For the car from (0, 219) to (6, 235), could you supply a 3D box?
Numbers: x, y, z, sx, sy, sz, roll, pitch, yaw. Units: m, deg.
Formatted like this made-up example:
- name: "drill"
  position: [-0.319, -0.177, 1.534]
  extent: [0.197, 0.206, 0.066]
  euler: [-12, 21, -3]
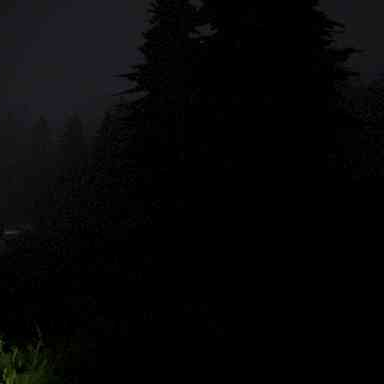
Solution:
- name: "car"
  position: [-14.443, 2.493, 23.678]
  extent: [2.033, 1.411, 5.357]
  euler: [2, -3, -26]
